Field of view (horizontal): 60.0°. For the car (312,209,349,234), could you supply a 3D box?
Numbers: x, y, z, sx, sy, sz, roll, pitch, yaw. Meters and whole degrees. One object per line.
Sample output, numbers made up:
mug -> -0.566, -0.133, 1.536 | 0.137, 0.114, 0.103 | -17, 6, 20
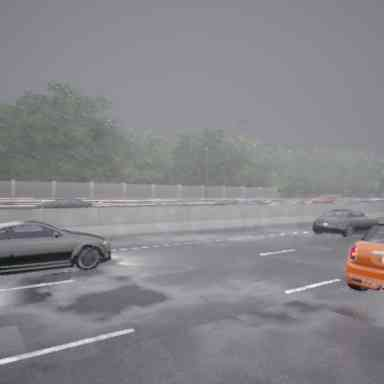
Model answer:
car -> 8.522, 1.642, 18.252 | 4.181, 1.385, 1.994 | 1, 0, -35

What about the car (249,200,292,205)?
car -> 7.785, 1.579, 30.599 | 4.674, 1.442, 1.812 | 1, 0, -34

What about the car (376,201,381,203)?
car -> 26.771, 1.779, 43.566 | 4.902, 1.511, 2.128 | 1, 0, -34

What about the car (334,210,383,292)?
car -> 5.668, 1.407, 7.787 | 4.553, 1.767, 2.097 | 1, 0, -35

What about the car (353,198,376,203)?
car -> 25.133, 1.863, 46.684 | 4.718, 1.301, 1.895 | 1, 0, -34

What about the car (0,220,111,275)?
car -> -4.443, 1.493, 9.328 | 4.181, 1.385, 1.994 | 1, 0, -35

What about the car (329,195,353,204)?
car -> 23.060, 1.583, 49.506 | 4.553, 1.767, 2.097 | 1, 0, -34

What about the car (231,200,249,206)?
car -> 6.452, 1.596, 33.926 | 4.181, 1.385, 1.994 | 1, 0, -34

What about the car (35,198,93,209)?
car -> -11.504, 1.294, 30.074 | 5.008, 1.535, 1.882 | 1, 0, -34

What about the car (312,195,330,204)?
car -> 21.353, 1.490, 52.572 | 5.566, 2.045, 2.150 | 1, 0, -35

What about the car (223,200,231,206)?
car -> 6.109, 1.588, 37.931 | 4.181, 1.385, 1.994 | 1, 0, -34

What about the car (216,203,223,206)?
car -> 5.236, 1.609, 41.571 | 4.718, 1.301, 1.895 | 1, 0, -34
